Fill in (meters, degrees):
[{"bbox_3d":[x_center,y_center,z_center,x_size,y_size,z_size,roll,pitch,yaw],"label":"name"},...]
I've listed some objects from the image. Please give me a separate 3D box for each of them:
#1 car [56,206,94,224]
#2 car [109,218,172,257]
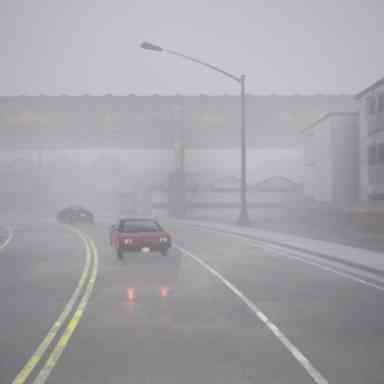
[{"bbox_3d":[-9.710,1.817,27.479,1.994,1.385,4.181,1,-1,-38],"label":"car"},{"bbox_3d":[-2.287,1.709,13.532,1.895,1.301,4.718,0,0,-18],"label":"car"}]
